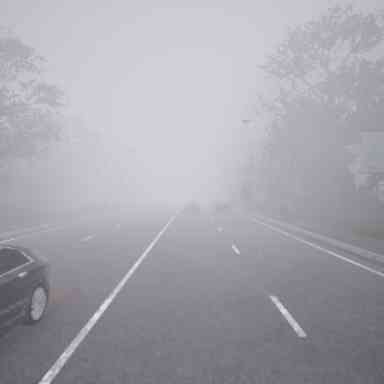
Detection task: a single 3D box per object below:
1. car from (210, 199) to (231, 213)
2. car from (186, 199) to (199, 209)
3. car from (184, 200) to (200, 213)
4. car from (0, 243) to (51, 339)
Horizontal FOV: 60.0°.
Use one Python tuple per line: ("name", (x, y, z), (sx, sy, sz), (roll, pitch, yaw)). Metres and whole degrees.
("car", (3.516, 1.646, 39.374), (1.882, 1.535, 5.008), (0, 0, 0))
("car", (0.027, 1.809, 50.488), (1.895, 1.301, 4.718), (0, 0, 0))
("car", (0.016, 1.771, 39.813), (1.895, 1.301, 4.718), (0, 0, 0))
("car", (-3.545, 1.523, 4.344), (1.837, 1.490, 4.892), (0, 0, 1))
